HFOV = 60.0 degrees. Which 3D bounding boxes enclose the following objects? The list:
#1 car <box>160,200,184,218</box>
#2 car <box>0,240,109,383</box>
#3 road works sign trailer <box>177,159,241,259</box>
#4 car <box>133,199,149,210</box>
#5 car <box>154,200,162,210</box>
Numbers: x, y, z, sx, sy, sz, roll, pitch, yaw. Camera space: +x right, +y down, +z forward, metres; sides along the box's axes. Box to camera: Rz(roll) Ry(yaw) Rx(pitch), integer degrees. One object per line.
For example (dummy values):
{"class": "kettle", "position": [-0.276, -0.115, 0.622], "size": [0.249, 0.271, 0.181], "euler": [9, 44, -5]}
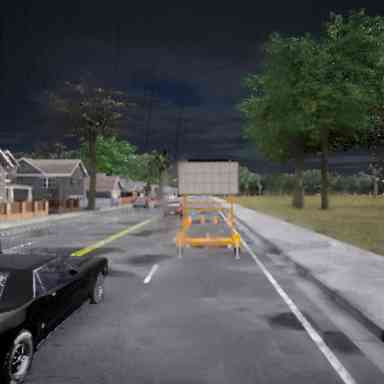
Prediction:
{"class": "car", "position": [-1.674, 1.719, 32.396], "size": [1.812, 1.442, 4.674], "euler": [0, 0, 2]}
{"class": "car", "position": [-2.842, 1.636, 5.298], "size": [1.895, 1.301, 4.718], "euler": [0, 0, 2]}
{"class": "road works sign trailer", "position": [0.640, 0.534, 12.992], "size": [2.380, 3.560, 2.880], "euler": [0, 0, 2]}
{"class": "car", "position": [-7.614, 1.823, 49.941], "size": [1.837, 1.490, 4.892], "euler": [0, -1, 3]}
{"class": "car", "position": [-4.391, 1.868, 49.263], "size": [1.994, 1.385, 4.181], "euler": [0, 0, 3]}
